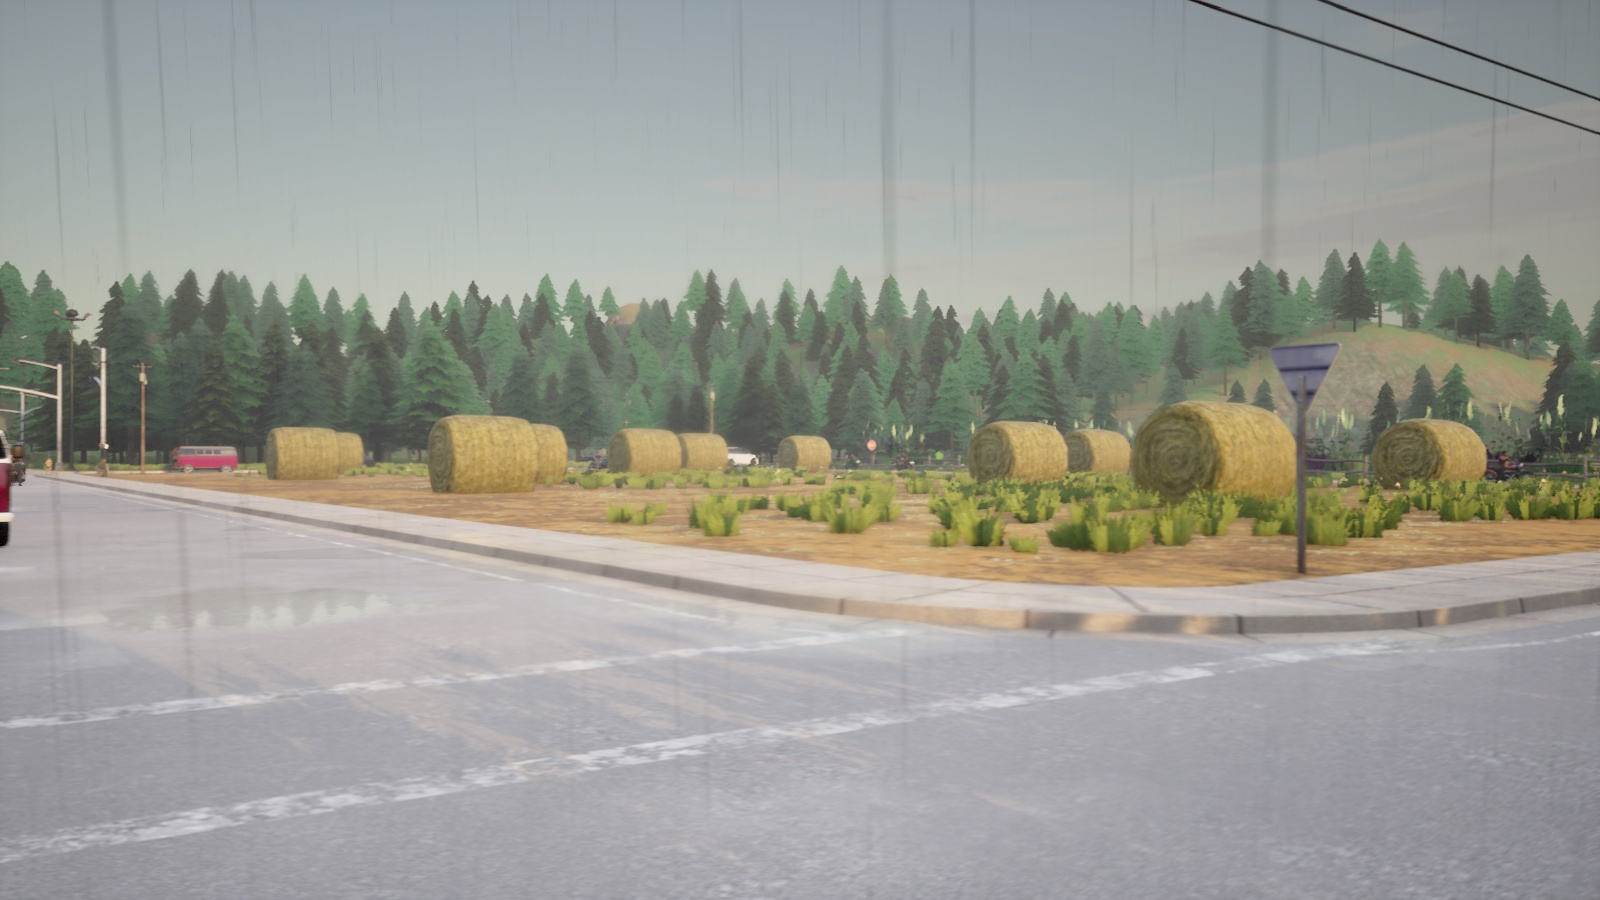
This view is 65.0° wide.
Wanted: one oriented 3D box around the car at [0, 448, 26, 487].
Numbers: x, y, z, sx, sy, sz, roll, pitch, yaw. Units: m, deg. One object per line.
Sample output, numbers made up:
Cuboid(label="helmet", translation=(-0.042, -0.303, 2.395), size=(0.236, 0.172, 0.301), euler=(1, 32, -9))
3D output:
Cuboid(label="car", translation=(-39.049, 0.833, 61.153), size=(1.932, 1.855, 4.605), euler=(0, 0, -36))

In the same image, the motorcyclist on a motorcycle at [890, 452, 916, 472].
Cuboid(label="motorcyclist on a motorcycle", translation=(8.116, 0.959, 98.909), size=(0.866, 1.530, 2.191), euler=(0, 0, -32))

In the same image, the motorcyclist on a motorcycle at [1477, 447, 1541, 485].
Cuboid(label="motorcyclist on a motorcycle", translation=(31.154, 0.681, 55.233), size=(0.766, 1.649, 2.350), euler=(0, 0, -32))

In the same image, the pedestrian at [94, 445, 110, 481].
Cuboid(label="pedestrian", translation=(-36.887, 0.683, 66.344), size=(0.726, 1.842, 0.402), euler=(0, 0, -28))

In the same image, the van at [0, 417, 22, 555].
Cuboid(label="van", translation=(-13.778, 0.544, 19.981), size=(2.069, 2.038, 4.480), euler=(0, 0, -36))
